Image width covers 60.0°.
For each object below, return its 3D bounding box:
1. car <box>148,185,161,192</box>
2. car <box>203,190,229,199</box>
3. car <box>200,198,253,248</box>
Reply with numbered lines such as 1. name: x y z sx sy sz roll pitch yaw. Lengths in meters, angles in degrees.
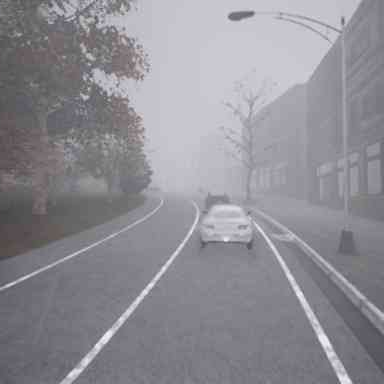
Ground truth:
1. car: -7.181 -0.664 63.320 1.895 1.301 4.718 2 2 -17
2. car: 2.045 0.571 28.661 1.882 1.535 5.008 1 2 -1
3. car: 1.359 1.194 13.065 1.812 1.442 4.674 0 2 6
